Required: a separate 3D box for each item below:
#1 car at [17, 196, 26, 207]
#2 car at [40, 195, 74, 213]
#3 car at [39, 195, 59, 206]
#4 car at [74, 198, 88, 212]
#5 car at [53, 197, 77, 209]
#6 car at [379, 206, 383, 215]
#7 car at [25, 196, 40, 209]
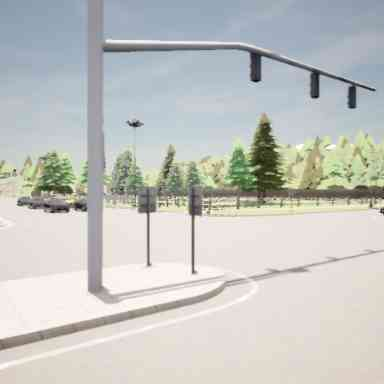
[{"bbox_3d":[-26.348,1.481,52.629,1.837,1.490,4.892,0,0,-35],"label":"car"},{"bbox_3d":[-14.938,1.463,36.646,1.882,1.535,5.008,0,0,-36],"label":"car"},{"bbox_3d":[-23.772,1.330,55.085,2.097,1.767,4.553,0,0,-35],"label":"car"},{"bbox_3d":[-12.350,1.465,39.044,1.882,1.535,5.008,0,0,-36],"label":"car"},{"bbox_3d":[-17.924,1.460,46.828,1.882,1.535,5.008,0,0,-36],"label":"car"},{"bbox_3d":[20.526,1.559,32.584,5.357,1.411,2.033,0,0,-35],"label":"car"},{"bbox_3d":[-20.414,1.486,44.283,1.837,1.490,4.892,0,0,-36],"label":"car"}]
